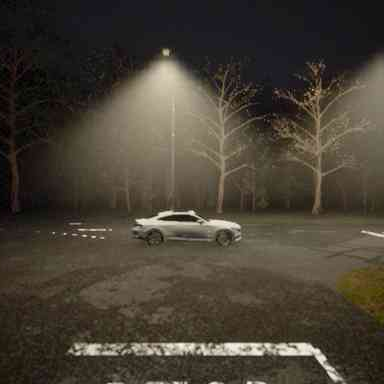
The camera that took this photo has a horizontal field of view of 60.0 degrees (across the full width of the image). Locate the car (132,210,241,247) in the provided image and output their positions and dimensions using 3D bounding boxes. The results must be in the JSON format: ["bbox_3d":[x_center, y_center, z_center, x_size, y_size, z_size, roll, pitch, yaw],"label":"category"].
[{"bbox_3d":[-0.234,1.533,14.452,4.674,1.442,1.812,0,0,0],"label":"car"}]
